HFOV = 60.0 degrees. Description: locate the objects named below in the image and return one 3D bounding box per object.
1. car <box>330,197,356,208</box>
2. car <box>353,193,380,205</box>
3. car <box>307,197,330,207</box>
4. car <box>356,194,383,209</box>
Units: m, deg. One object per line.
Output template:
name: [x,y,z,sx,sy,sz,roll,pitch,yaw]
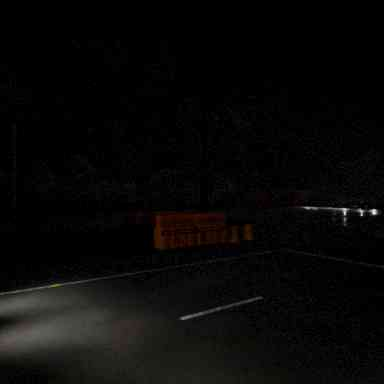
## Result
car: [21.059,1.357,44.846,4.674,1.442,1.812,0,0,-36]
car: [28.588,1.131,54.504,4.553,1.767,2.097,0,0,-35]
car: [18.745,1.380,47.504,5.357,1.411,2.033,0,0,-36]
car: [23.290,1.183,42.146,4.553,1.767,2.097,0,0,-35]
